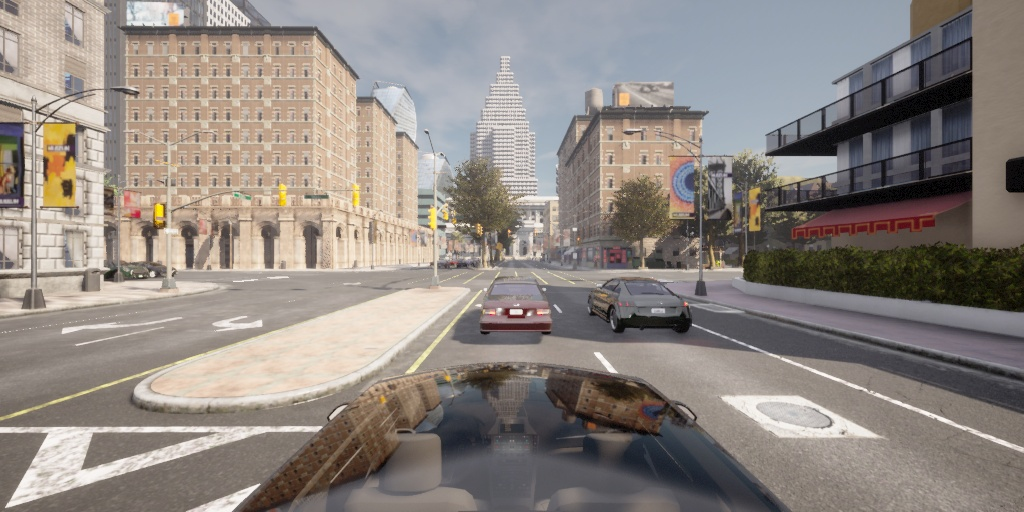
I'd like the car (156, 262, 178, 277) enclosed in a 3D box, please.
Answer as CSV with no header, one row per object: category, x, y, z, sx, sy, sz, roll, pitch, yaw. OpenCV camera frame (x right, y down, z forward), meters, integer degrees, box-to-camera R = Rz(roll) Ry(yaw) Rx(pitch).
car,-34.195,1.255,33.522,4.892,1.490,1.837,0,0,0

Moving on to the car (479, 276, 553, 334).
car,0.091,1.297,10.541,2.033,1.411,5.357,0,0,0

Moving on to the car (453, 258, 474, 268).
car,-8.133,1.351,60.398,1.895,1.301,4.718,0,0,0

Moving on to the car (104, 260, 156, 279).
car,-33.352,1.102,30.026,4.553,1.767,2.097,0,0,0

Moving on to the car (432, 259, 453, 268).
car,-11.634,1.276,60.276,1.812,1.442,4.674,0,0,0

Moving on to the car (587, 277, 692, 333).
car,3.588,1.314,10.801,1.994,1.385,4.181,0,0,0
